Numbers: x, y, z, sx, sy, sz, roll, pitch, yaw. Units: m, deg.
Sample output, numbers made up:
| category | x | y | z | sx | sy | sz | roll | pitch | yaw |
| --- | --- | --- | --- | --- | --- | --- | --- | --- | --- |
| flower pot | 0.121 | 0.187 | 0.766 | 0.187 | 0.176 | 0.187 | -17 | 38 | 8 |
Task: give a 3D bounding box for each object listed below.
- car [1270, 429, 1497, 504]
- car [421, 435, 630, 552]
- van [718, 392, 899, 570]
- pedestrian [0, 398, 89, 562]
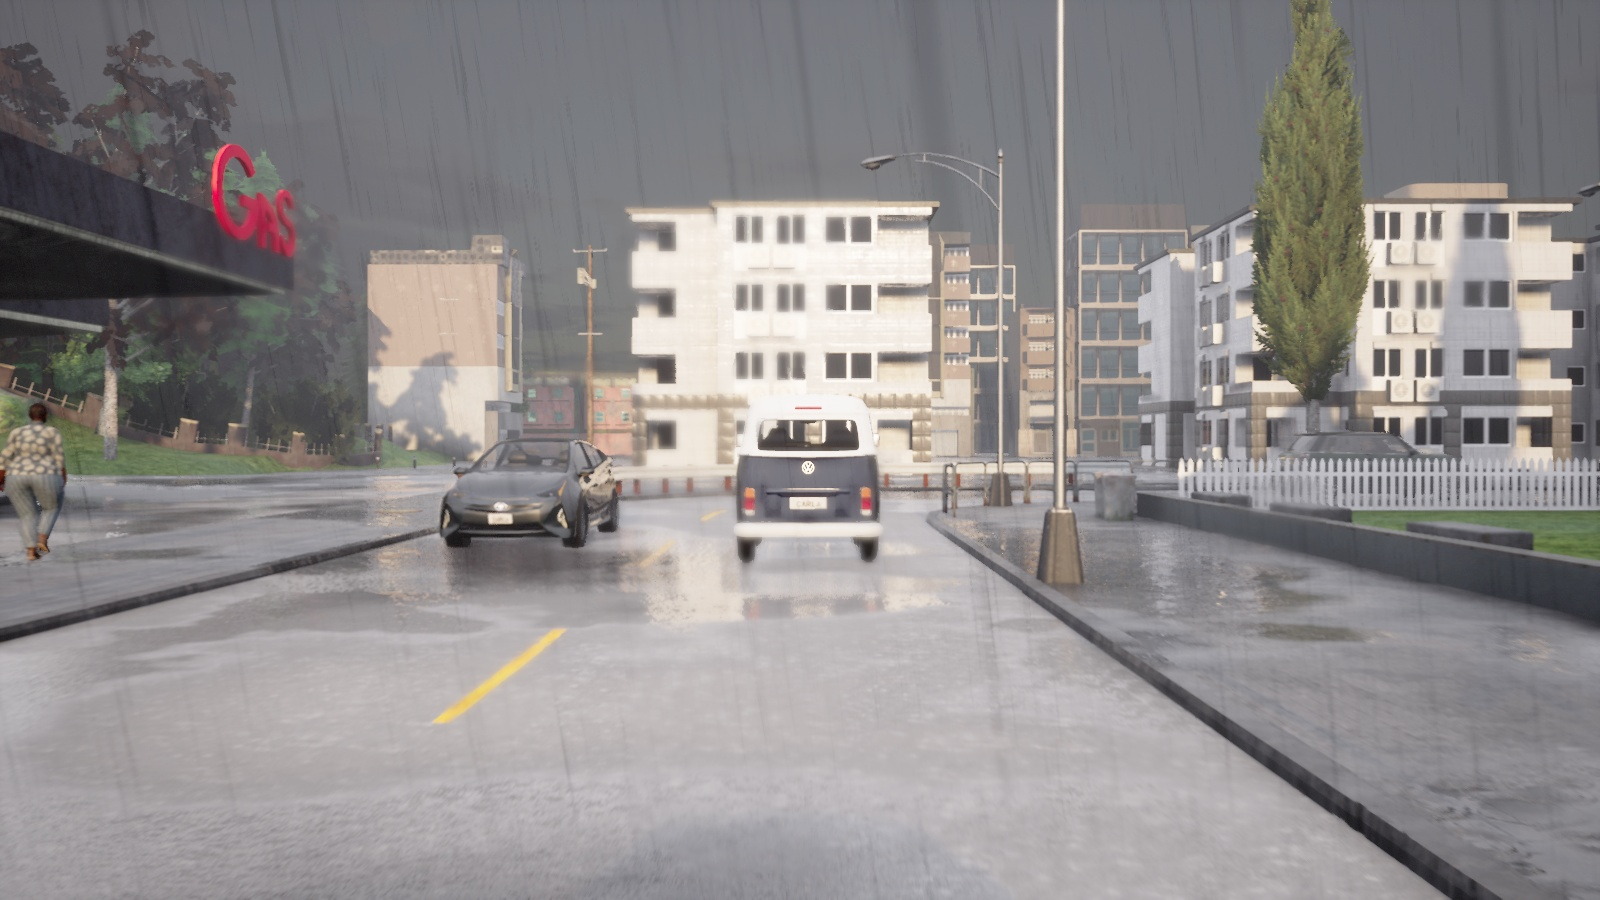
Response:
| category | x | y | z | sx | sy | sz | roll | pitch | yaw |
| --- | --- | --- | --- | --- | --- | --- | --- | --- | --- |
| car | 14.159 | 0.375 | 30.669 | 4.553 | 1.767 | 2.097 | 0 | 0 | -1 |
| car | -3.885 | 0.544 | 18.610 | 2.007 | 1.525 | 4.514 | 0 | 0 | 2 |
| van | 0.109 | 0.339 | 16.657 | 2.069 | 2.038 | 4.480 | 0 | 0 | 0 |
| pedestrian | -8.938 | 0.333 | 14.651 | 0.874 | 1.855 | 0.900 | 0 | 0 | -12 |
